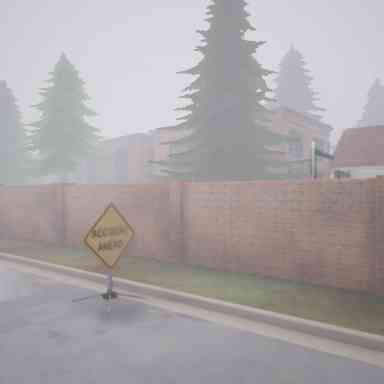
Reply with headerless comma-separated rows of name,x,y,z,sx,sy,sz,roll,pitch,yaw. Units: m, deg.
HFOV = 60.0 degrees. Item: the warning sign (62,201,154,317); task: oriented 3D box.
warning sign,-1.547,1.114,6.262,1.060,1.860,1.300,0,0,36
